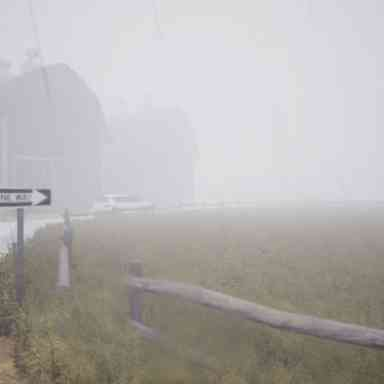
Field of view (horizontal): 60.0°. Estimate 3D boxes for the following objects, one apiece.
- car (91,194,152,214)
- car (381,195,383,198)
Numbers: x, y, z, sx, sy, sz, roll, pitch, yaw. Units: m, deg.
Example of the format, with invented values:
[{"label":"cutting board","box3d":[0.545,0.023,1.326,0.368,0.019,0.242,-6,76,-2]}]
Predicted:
[{"label":"car","box3d":[-5.660,1.221,27.583,2.150,2.045,5.566,0,0,36]},{"label":"car","box3d":[47.557,1.317,78.794,4.605,1.855,1.932,0,0,35]}]
